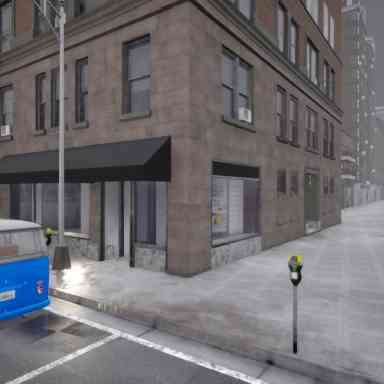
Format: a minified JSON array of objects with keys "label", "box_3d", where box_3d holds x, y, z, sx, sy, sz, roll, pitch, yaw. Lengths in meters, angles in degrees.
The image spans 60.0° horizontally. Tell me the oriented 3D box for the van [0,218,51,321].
[{"label":"van","box_3d":[-4.326,1.340,6.107,3.998,1.788,1.690,0,0,35]}]
